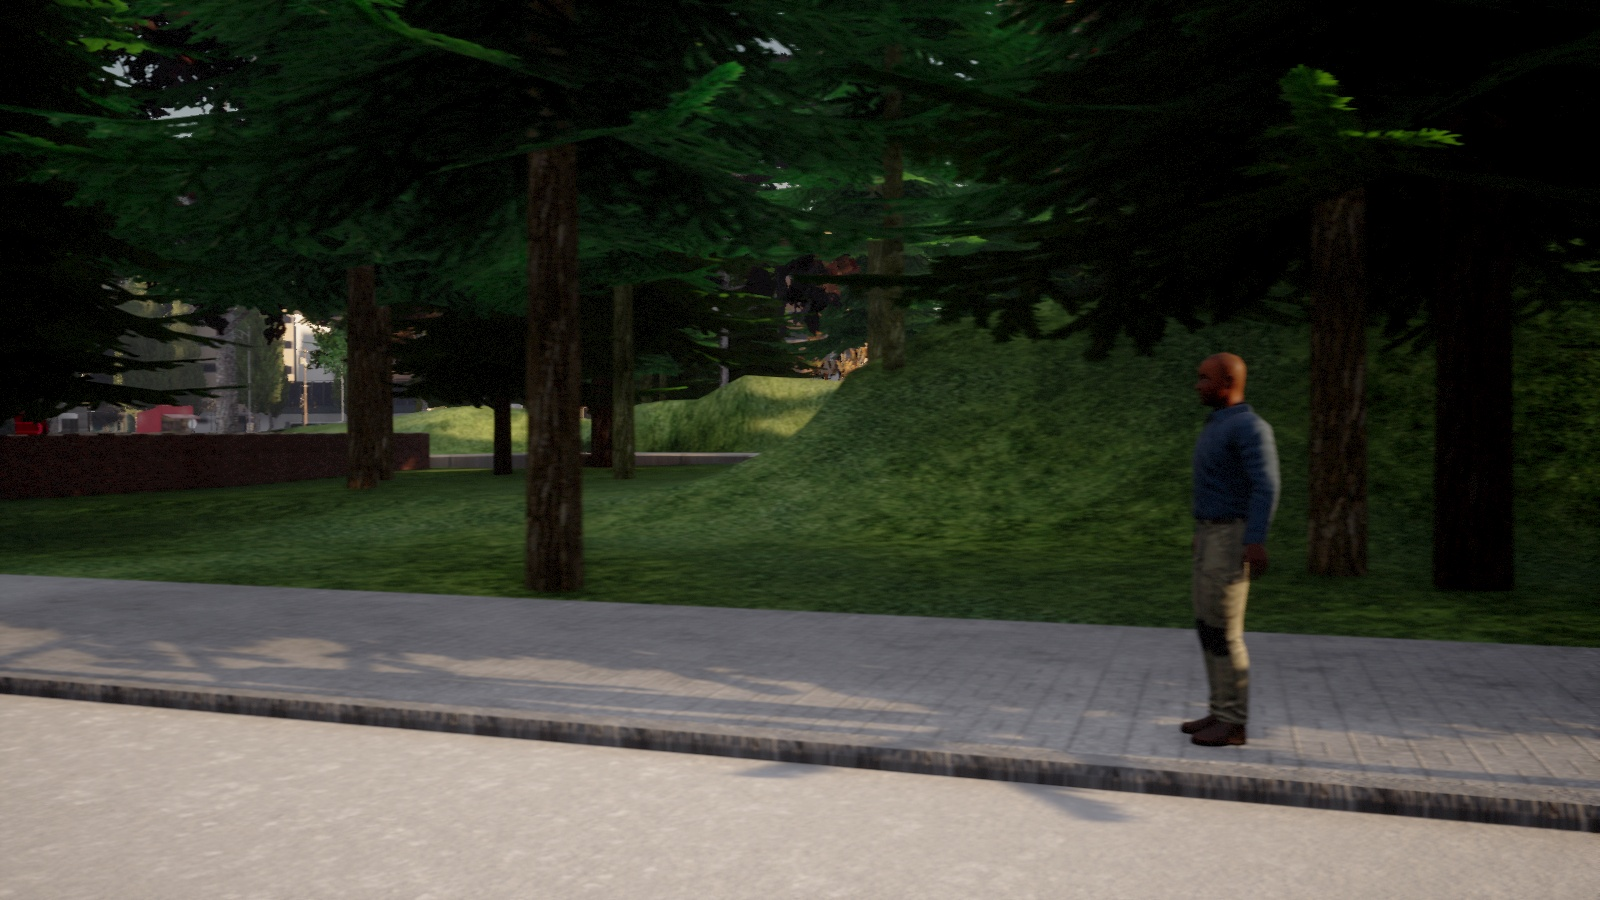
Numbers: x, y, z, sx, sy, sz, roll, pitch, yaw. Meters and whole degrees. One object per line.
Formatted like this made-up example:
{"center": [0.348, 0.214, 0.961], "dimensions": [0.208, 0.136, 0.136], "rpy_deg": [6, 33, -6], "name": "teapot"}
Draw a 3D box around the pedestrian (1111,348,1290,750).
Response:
{"center": [1.875, 0.447, 5.930], "dimensions": [0.726, 1.835, 0.370], "rpy_deg": [0, 1, 5], "name": "pedestrian"}
